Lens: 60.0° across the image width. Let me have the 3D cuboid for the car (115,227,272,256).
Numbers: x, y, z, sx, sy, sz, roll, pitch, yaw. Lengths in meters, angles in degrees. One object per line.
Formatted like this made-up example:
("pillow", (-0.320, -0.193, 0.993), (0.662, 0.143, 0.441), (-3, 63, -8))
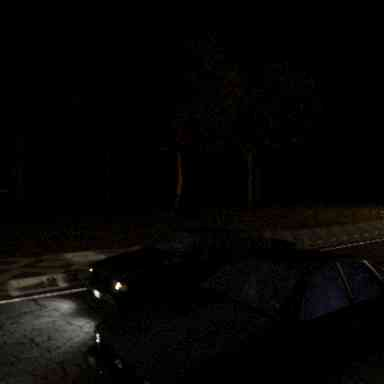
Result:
("car", (0.350, 1.579, 7.924), (5.357, 1.411, 2.033), (0, 0, -35))

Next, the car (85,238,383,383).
("car", (1.403, 1.573, 4.684), (5.357, 1.411, 2.033), (0, 0, -35))
